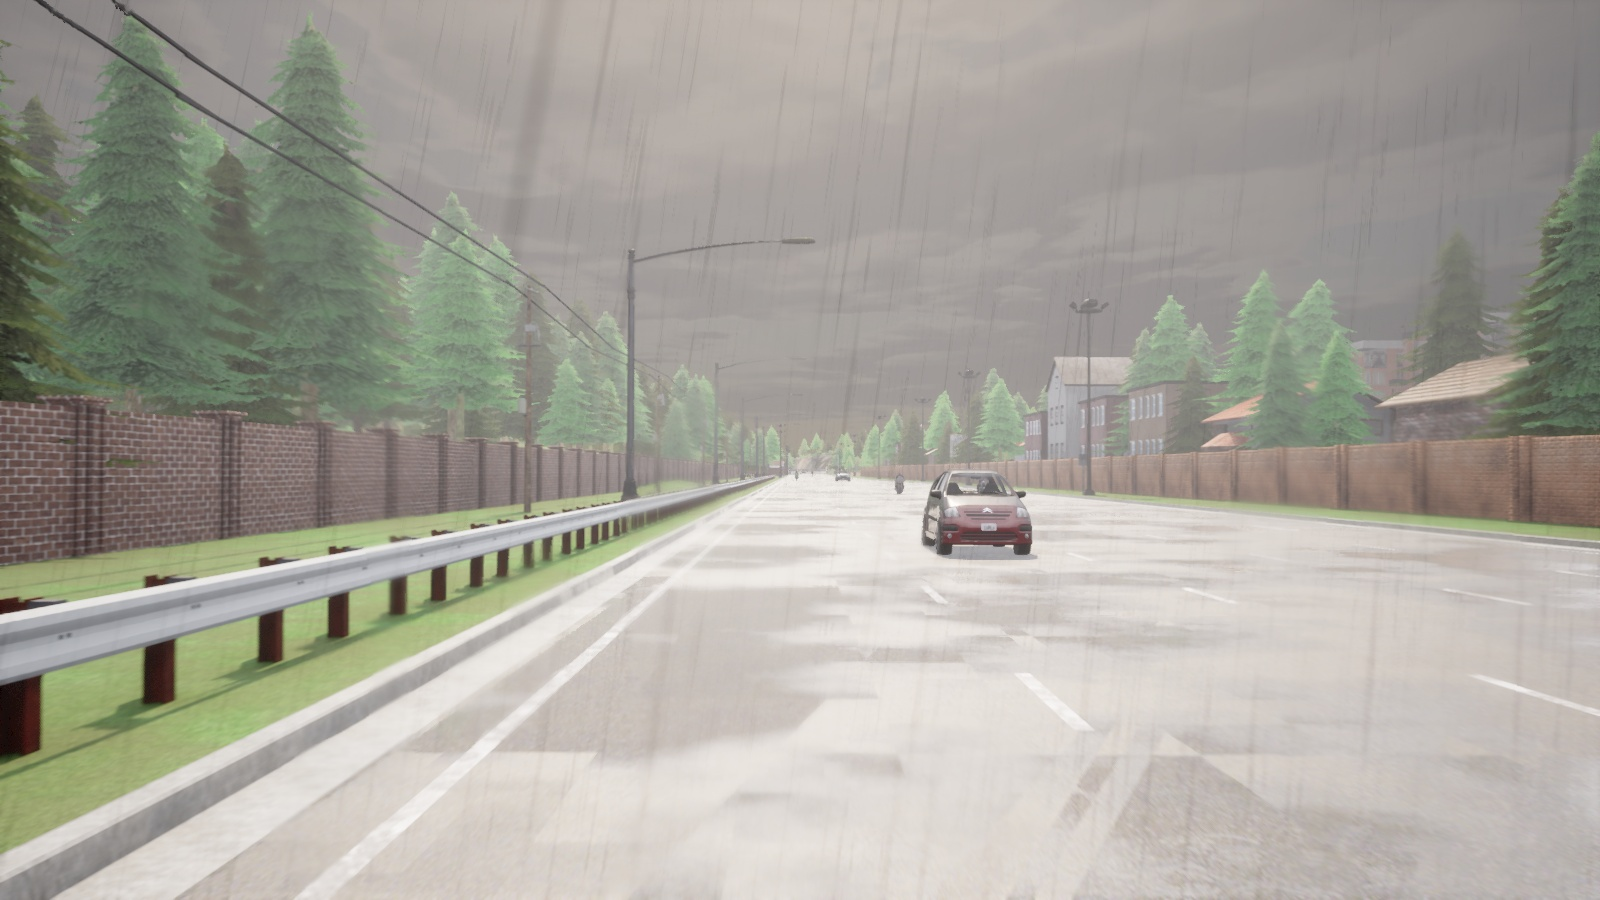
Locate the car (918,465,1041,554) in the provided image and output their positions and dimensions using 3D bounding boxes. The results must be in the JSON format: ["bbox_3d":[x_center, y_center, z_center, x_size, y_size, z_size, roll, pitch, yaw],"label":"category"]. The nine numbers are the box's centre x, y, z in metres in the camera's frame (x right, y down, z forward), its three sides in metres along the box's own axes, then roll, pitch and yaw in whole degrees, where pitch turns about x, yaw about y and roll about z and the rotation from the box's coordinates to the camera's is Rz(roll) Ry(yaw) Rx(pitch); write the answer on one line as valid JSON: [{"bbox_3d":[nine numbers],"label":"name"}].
[{"bbox_3d":[3.438,1.111,24.756,1.851,1.617,3.988,0,-1,0],"label":"car"}]
